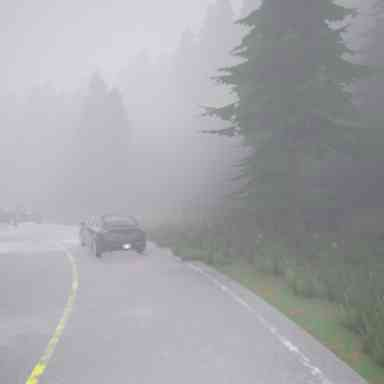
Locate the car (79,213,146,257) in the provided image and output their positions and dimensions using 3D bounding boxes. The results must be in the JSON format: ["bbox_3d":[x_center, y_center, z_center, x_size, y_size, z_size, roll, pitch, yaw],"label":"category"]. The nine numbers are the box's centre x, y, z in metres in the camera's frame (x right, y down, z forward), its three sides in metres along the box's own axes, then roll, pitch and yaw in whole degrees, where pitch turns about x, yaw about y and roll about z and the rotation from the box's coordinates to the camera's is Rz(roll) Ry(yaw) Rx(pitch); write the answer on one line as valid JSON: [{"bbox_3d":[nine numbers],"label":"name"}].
[{"bbox_3d":[-3.397,1.646,13.772,1.837,1.490,4.892,0,0,-28],"label":"car"}]

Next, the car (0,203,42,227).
[{"bbox_3d":[-13.495,1.607,25.622,4.553,1.767,2.097,-1,-1,40],"label":"car"}]
